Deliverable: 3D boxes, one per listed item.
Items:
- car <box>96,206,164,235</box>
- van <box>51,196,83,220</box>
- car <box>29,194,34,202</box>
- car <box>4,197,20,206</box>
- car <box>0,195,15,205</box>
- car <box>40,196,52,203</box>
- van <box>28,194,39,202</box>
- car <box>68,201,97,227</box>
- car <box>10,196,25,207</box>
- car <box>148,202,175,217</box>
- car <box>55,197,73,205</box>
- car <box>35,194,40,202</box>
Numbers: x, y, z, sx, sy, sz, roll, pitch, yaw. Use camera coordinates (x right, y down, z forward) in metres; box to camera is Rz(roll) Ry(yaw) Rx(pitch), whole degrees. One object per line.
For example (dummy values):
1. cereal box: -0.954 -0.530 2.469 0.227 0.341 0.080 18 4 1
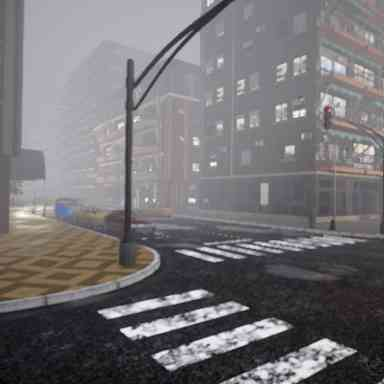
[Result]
1. car: -3.563 1.625 18.483 1.802 1.307 4.206 1 -1 -36
2. van: -10.160 1.364 27.690 1.690 1.788 3.998 1 -1 -36
3. car: -36.458 1.655 78.733 1.752 1.417 4.829 1 -1 -36
4. car: -29.967 1.524 55.303 1.887 1.381 4.507 1 -1 -36
5. car: -33.265 1.416 59.906 1.967 1.590 4.097 1 -1 -36
6. car: -29.758 1.563 69.392 1.967 1.590 4.097 1 -1 -36
7. van: -39.658 1.474 83.200 1.690 1.788 3.998 1 -1 -36
8. car: -6.763 1.557 22.947 1.752 1.417 4.829 1 -1 -36
9. car: -26.568 1.510 50.564 1.752 1.417 4.829 1 -1 -36
10. car: -3.454 1.694 32.710 1.752 1.417 4.829 1 -1 -36
11. car: -23.257 1.651 60.325 1.752 1.417 4.829 1 -1 -36
12. car: -33.059 1.692 73.992 1.947 1.339 4.313 1 -1 -36
